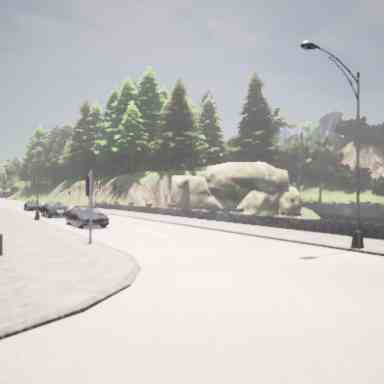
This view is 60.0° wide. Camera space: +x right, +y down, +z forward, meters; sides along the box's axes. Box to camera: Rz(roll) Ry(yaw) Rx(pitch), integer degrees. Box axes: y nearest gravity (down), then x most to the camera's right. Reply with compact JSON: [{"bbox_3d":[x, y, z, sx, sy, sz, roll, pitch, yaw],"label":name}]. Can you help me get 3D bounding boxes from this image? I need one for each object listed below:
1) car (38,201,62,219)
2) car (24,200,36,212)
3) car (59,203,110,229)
[{"bbox_3d":[-13.151,1.687,31.968,2.128,1.511,4.902,1,-1,-34],"label":"car"},{"bbox_3d":[-20.750,1.789,43.434,2.033,1.411,5.357,1,-1,-33],"label":"car"},{"bbox_3d":[-7.524,1.709,23.522,2.033,1.411,5.357,1,-1,-34],"label":"car"}]
